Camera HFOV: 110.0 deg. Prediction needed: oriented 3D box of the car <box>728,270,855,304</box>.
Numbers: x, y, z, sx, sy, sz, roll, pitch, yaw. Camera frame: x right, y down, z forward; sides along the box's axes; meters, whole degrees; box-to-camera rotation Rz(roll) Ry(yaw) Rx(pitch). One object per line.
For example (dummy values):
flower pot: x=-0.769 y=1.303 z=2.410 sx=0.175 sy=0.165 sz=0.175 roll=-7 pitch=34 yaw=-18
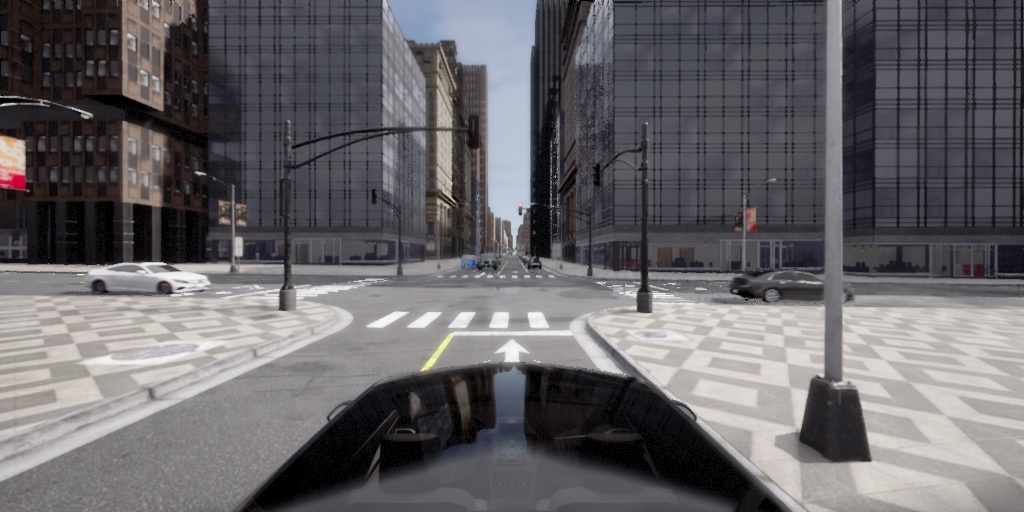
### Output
car: x=12.447 y=1.369 z=16.096 sx=4.892 sy=1.490 sz=1.837 roll=1 pitch=0 yaw=0

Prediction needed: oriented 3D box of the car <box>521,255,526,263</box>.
car: x=3.024 y=0.873 z=63.646 sx=1.802 sy=1.307 sz=4.207 roll=0 pitch=0 yaw=0

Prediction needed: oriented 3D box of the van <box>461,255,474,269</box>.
van: x=-5.619 y=0.769 z=46.758 sx=1.690 sy=1.789 sz=3.998 roll=0 pitch=0 yaw=0

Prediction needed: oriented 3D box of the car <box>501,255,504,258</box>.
car: x=-2.738 y=0.932 z=58.897 sx=1.895 sy=1.301 sz=4.718 roll=0 pitch=0 yaw=1

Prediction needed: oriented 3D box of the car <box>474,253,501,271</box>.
car: x=-2.874 y=0.680 z=43.091 sx=2.150 sy=2.045 sz=5.566 roll=0 pitch=0 yaw=0

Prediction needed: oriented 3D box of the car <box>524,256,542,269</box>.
car: x=2.906 y=0.994 z=46.699 sx=1.948 sy=1.339 sz=4.313 roll=0 pitch=0 yaw=0

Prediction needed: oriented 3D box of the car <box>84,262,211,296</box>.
car: x=-16.460 y=1.014 z=16.279 sx=4.674 sy=1.442 sz=1.812 roll=2 pitch=0 yaw=0
